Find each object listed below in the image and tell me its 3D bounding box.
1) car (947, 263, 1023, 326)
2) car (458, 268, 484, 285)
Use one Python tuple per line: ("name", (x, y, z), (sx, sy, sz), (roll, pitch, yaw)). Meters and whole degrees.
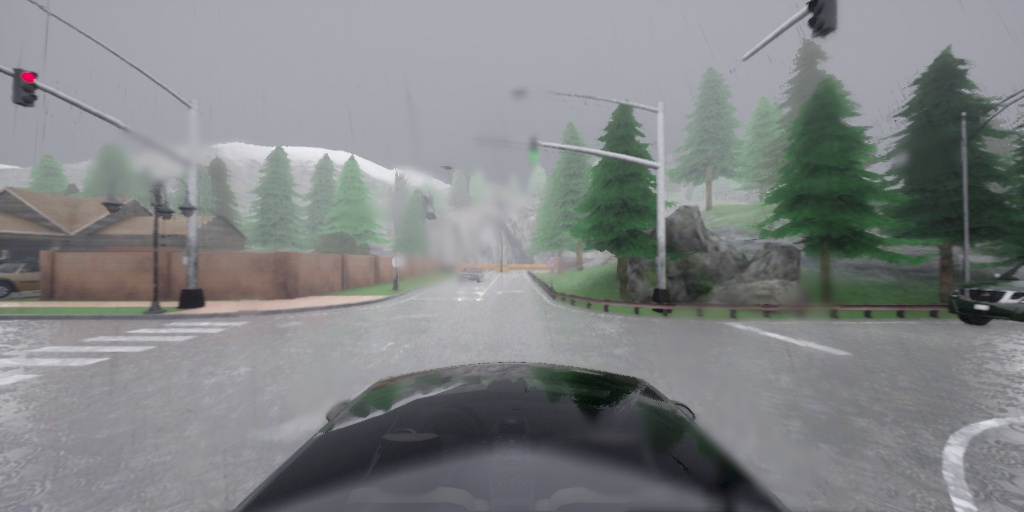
("car", (16.018, 1.096, 10.160), (5.566, 2.045, 2.150), (0, -1, -1))
("car", (-3.502, 1.711, 31.236), (1.895, 1.301, 4.718), (0, -1, 0))
